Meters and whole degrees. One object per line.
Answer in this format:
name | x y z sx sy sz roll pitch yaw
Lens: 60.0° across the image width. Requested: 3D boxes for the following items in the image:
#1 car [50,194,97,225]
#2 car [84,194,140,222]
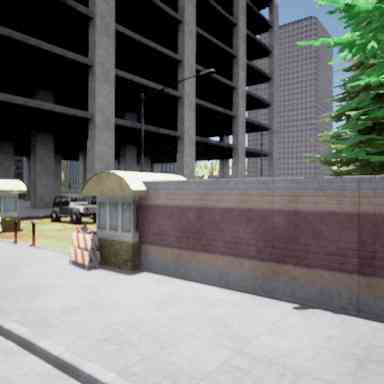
car | -7.637 1.066 21.790 3.866 1.878 1.905 0 0 38
car | -5.839 1.068 24.117 3.866 1.878 1.905 0 0 38
